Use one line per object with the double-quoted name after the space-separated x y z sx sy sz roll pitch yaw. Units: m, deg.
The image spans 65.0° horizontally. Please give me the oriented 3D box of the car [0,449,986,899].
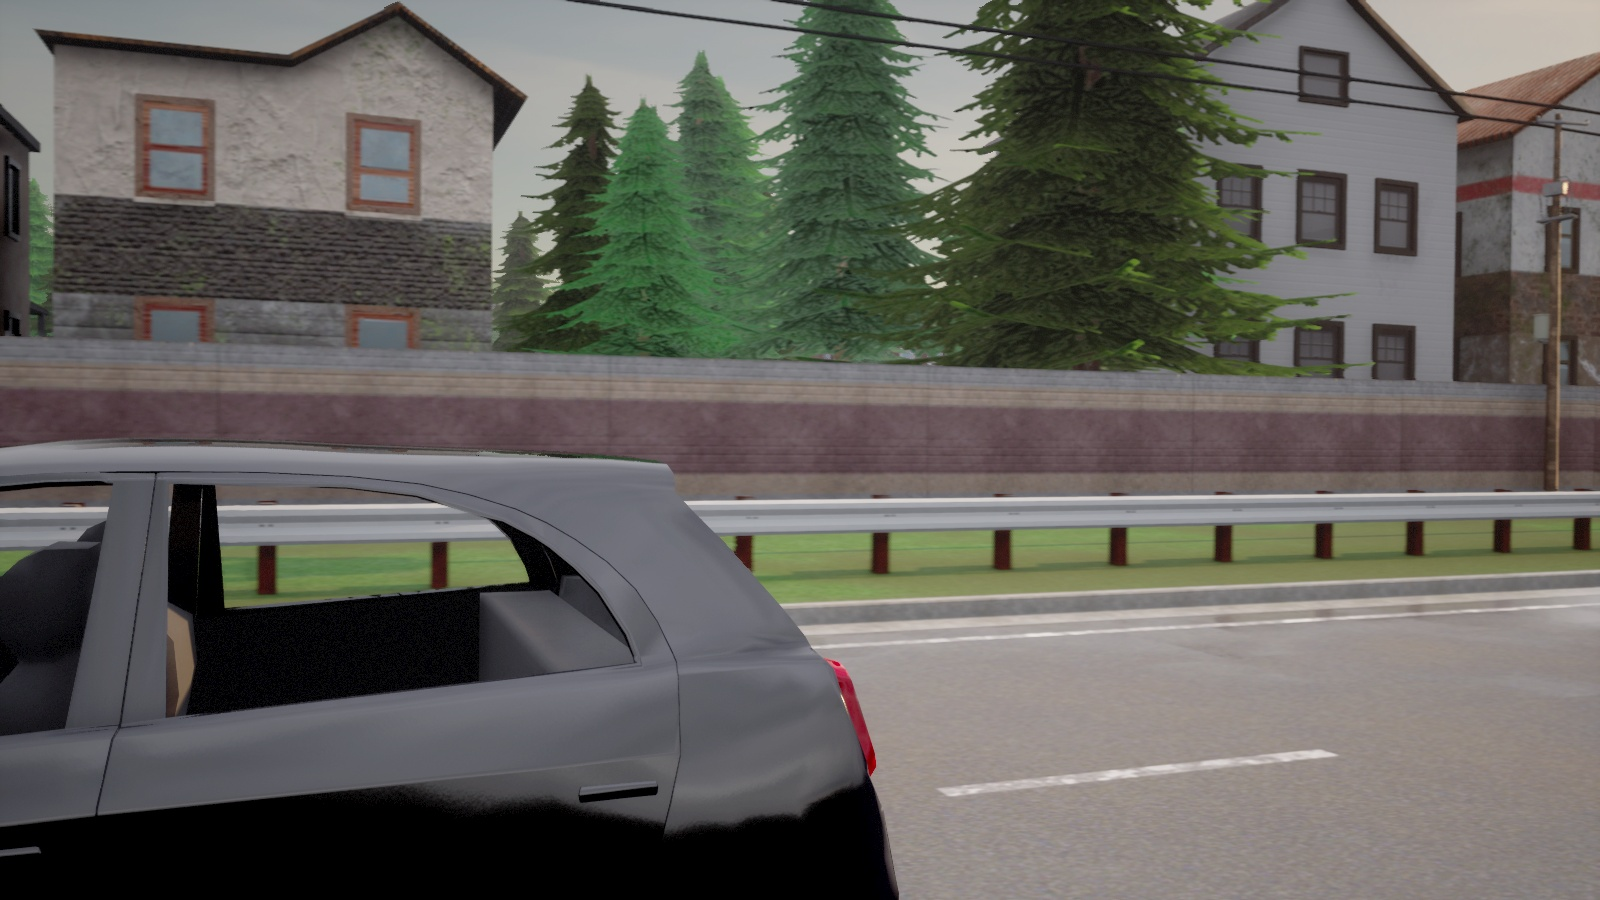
-1.672 0.788 2.604 3.633 1.501 1.845 -1 1 -21 "car"
